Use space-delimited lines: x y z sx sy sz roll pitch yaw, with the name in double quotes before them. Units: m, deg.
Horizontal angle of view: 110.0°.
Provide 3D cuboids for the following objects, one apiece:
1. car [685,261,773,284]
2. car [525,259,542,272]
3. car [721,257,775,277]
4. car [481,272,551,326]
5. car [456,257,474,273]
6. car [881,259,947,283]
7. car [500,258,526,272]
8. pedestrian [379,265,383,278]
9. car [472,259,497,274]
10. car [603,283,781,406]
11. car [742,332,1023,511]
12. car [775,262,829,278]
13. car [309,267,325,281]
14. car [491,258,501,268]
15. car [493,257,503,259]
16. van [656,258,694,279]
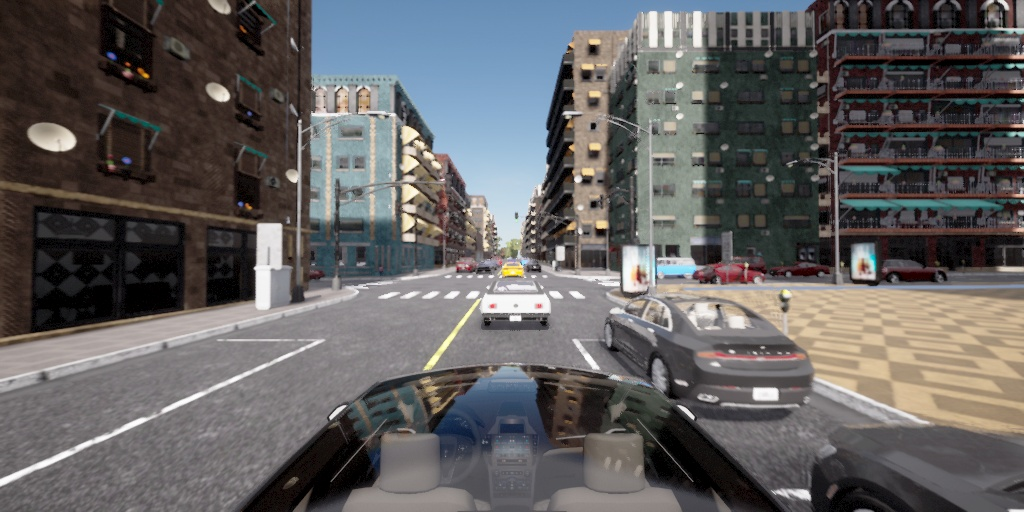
"car" 13.705 1.171 22.805 4.207 1.307 1.802 0 0 0
"car" 2.685 1.353 44.369 1.948 1.339 4.313 0 0 0
"car" 19.294 0.989 31.146 5.009 1.841 2.192 0 0 0
"car" 0.100 1.359 11.705 1.895 1.301 4.718 0 0 0
"car" -5.695 1.101 44.408 2.192 1.841 5.009 0 0 0
"car" 24.760 0.944 22.727 4.097 1.591 1.967 0 0 0
"car" 0.086 1.305 34.414 1.882 1.535 5.008 0 1 0
"pedestrian" -12.533 1.110 34.332 0.375 1.860 0.375 0 0 0
"car" -3.122 1.386 42.073 1.895 1.301 4.718 0 0 1
"car" 2.820 1.304 6.176 2.007 1.370 4.403 0 0 0
"car" 2.821 1.300 0.606 2.007 1.370 4.403 0 0 0
"car" 24.822 1.177 31.107 4.507 1.381 1.888 0 0 0
"car" -18.626 1.555 31.413 4.207 1.307 1.802 0 0 0
"car" -3.090 1.341 51.765 2.033 1.411 5.357 0 0 0
"car" -3.018 1.329 61.688 1.812 1.442 4.674 0 0 0
"van" 13.766 1.058 31.185 3.998 1.789 1.690 0 0 0
